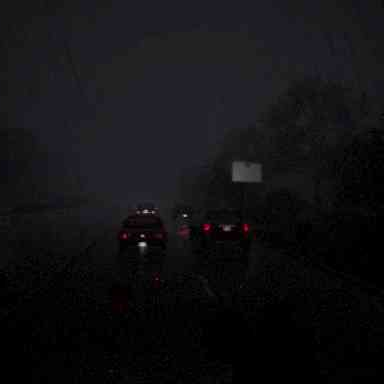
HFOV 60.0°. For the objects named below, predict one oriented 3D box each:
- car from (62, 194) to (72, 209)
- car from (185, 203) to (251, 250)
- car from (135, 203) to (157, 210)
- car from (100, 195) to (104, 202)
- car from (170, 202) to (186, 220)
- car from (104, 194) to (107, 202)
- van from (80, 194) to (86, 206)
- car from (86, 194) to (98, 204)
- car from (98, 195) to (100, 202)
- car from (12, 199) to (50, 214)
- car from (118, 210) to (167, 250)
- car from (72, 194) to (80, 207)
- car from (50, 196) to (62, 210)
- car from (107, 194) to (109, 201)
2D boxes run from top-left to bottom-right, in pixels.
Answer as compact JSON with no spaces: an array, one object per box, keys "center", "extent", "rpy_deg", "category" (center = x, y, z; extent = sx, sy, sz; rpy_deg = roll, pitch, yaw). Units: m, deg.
[{"center":[-18.410,1.387,45.489],"extent":[2.185,1.767,4.553],"rpy_deg":[1,0,-8],"category":"car"},{"center":[1.101,1.479,15.084],"extent":[2.097,1.767,4.553],"rpy_deg":[1,-1,-7],"category":"car"},{"center":[-4.062,1.706,29.475],"extent":[2.033,1.411,5.357],"rpy_deg":[1,0,-7],"category":"car"},{"center":[-22.790,1.700,78.323],"extent":[2.231,1.521,4.892],"rpy_deg":[1,0,-8],"category":"car"},{"center":[-0.874,1.720,30.197],"extent":[1.837,1.490,4.892],"rpy_deg":[1,0,-7],"category":"car"},{"center":[-23.521,1.604,83.825],"extent":[2.185,1.767,4.553],"rpy_deg":[1,0,-8],"category":"car"},{"center":[-19.849,1.348,56.297],"extent":[1.878,1.987,4.442],"rpy_deg":[1,0,-8],"category":"van"},{"center":[-21.337,1.386,67.462],"extent":[2.435,2.045,5.566],"rpy_deg":[1,0,-8],"category":"car"},{"center":[-22.059,1.667,72.845],"extent":[2.097,1.535,5.008],"rpy_deg":[1,0,-8],"category":"car"},{"center":[-16.964,1.452,34.635],"extent":[2.231,1.521,4.892],"rpy_deg":[1,0,-8],"category":"car"},{"center":[-2.130,1.679,14.694],"extent":[1.895,1.301,4.718],"rpy_deg":[1,0,-7],"category":"car"},{"center":[-19.140,1.418,50.965],"extent":[2.185,1.767,4.553],"rpy_deg":[1,0,-8],"category":"car"},{"center":[-17.695,1.522,40.107],"extent":[2.002,1.452,4.674],"rpy_deg":[1,0,-8],"category":"car"},{"center":[-24.251,1.635,89.302],"extent":[2.185,1.767,4.553],"rpy_deg":[1,0,-8],"category":"car"}]
